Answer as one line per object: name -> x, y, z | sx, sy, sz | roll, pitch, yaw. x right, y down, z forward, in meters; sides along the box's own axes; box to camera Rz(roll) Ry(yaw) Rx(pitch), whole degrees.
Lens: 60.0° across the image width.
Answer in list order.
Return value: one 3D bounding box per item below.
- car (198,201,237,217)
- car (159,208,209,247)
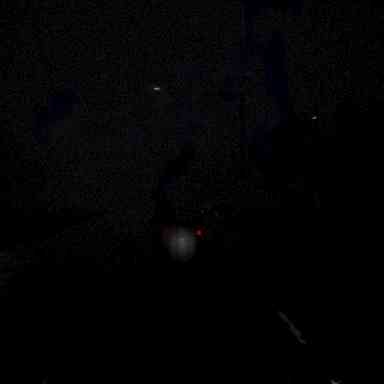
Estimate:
car -> 2.610, 1.651, 33.348 | 1.882, 1.535, 5.008 | -5, -2, 41
car -> -0.486, 1.617, 15.107 | 1.895, 1.301, 4.718 | 0, 0, -3
